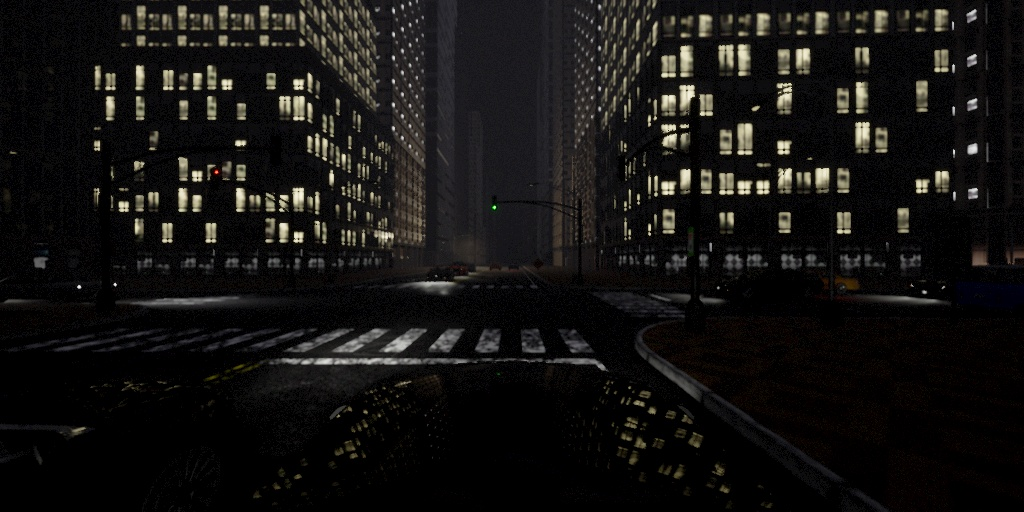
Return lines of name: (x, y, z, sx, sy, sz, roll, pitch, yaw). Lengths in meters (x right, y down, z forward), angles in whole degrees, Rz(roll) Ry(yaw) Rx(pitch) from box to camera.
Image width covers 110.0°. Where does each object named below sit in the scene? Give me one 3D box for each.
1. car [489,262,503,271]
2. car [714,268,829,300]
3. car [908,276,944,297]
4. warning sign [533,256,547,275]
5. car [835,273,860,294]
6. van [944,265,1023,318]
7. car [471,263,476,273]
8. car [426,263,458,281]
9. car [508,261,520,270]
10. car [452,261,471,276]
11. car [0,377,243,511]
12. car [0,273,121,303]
car: (-2.963, 1.765, 63.613, 1.882, 1.535, 5.008, 0, -1, 0)
car: (13.035, 1.388, 18.368, 4.892, 1.490, 1.837, 0, 0, 2)
car: (23.436, 1.435, 17.960, 5.357, 1.411, 2.033, 0, 0, 2)
warning sign: (2.967, 1.180, 40.832, 1.300, 1.860, 1.060, 0, 0, 0)
car: (17.143, 1.425, 20.802, 4.829, 1.417, 1.751, 0, 0, 2)
van: (18.389, 1.195, 12.626, 3.998, 1.789, 1.690, 0, 0, 2)
car: (-6.440, 1.730, 53.324, 2.033, 1.411, 5.357, 0, -1, 0)
car: (-6.506, 1.557, 32.831, 1.994, 1.385, 4.181, 0, 0, 0)
car: (0.287, 1.787, 64.336, 2.128, 1.511, 4.902, 0, -1, 0)
car: (-6.476, 1.434, 42.829, 2.097, 1.767, 4.553, 0, -1, 0)
car: (-3.154, 1.237, 0.993, 2.128, 1.511, 4.902, 0, 0, 0)
car: (-21.334, 1.461, 16.633, 4.718, 1.301, 1.895, 0, 0, 0)
